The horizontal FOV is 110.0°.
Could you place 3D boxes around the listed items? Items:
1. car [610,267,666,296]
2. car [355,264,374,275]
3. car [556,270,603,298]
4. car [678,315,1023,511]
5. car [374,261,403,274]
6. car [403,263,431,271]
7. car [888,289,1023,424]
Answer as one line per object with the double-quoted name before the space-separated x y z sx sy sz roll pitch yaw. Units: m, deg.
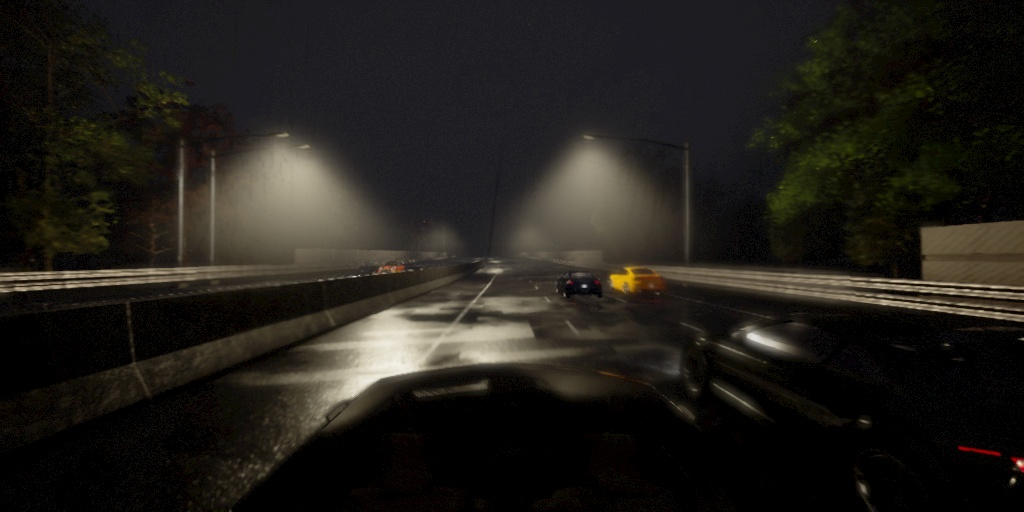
"car" 7.084 1.398 20.653 1.882 1.535 5.008 0 -1 0
"car" -17.816 1.646 44.567 1.994 1.385 4.181 0 0 -1
"car" 3.586 1.475 19.655 1.994 1.385 4.181 0 -1 0
"car" 3.597 1.334 3.936 1.994 1.385 4.181 0 -1 0
"car" -14.293 1.431 42.792 2.097 1.767 4.553 0 0 -1
"car" -10.786 1.567 42.121 2.128 1.511 4.902 0 0 -1
"car" 7.099 1.270 3.445 1.837 1.490 4.892 0 0 0
